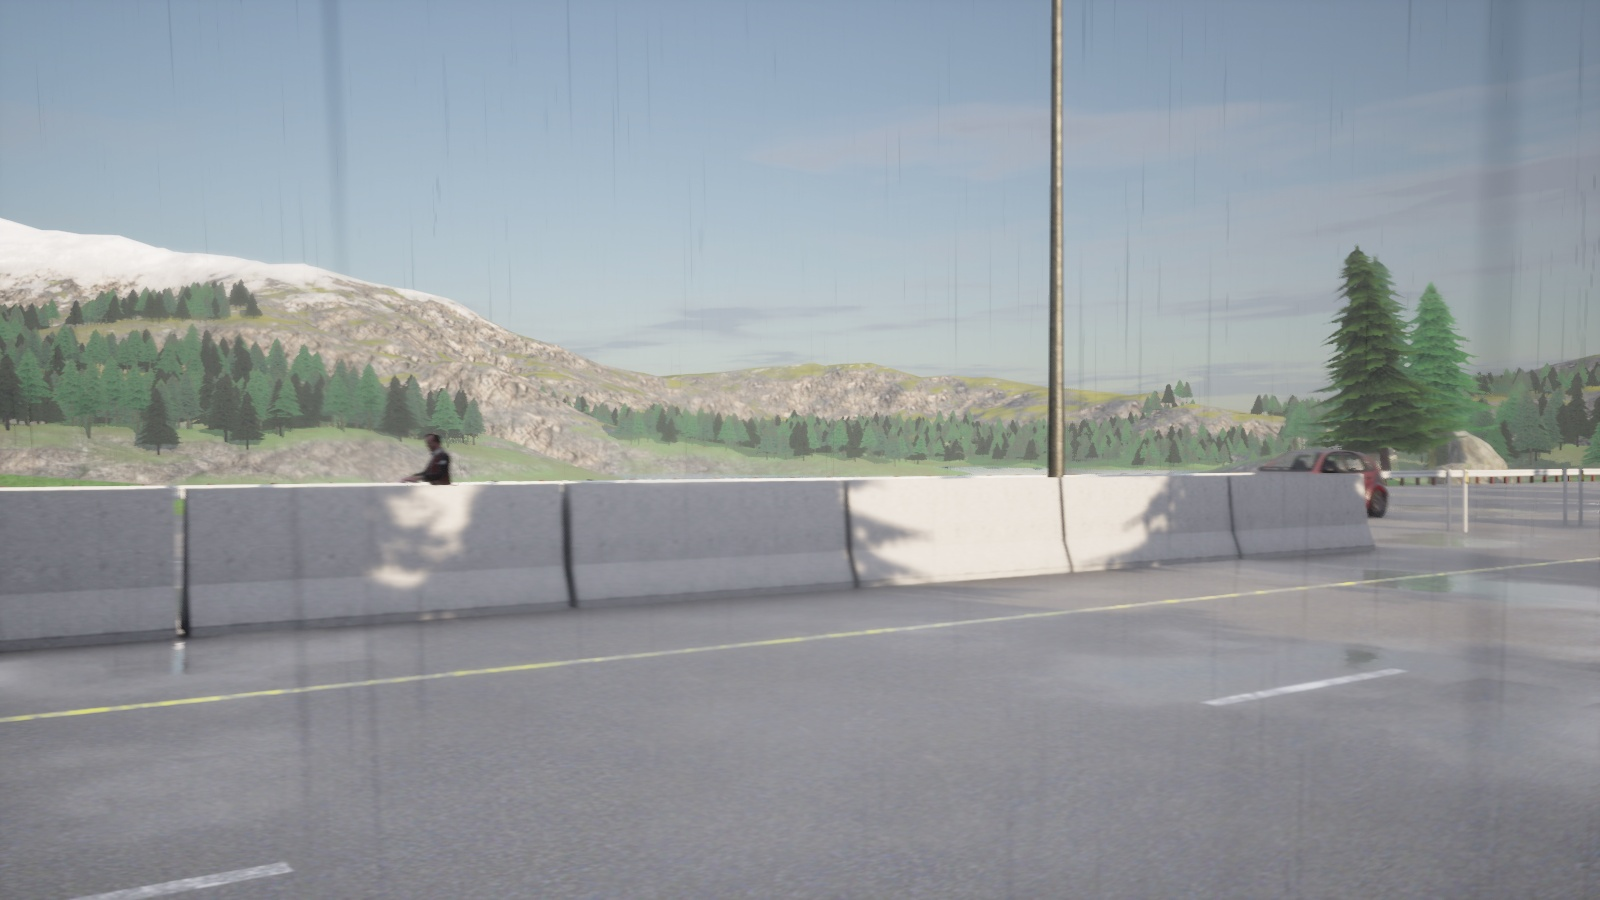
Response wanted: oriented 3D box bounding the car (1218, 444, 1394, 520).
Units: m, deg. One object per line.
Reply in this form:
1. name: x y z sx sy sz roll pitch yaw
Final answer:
1. car: 11.633 0.688 28.811 3.988 1.617 1.851 0 0 -35
